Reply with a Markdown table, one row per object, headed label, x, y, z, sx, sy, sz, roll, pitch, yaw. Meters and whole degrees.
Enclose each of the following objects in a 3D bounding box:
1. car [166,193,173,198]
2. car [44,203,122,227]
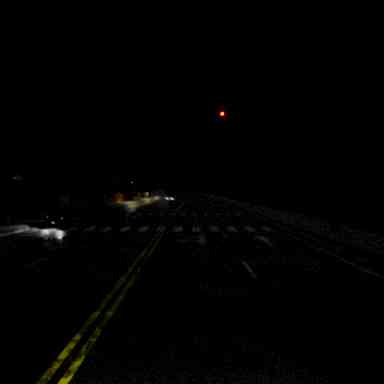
| label | x | y | z | sx | sy | sz | roll | pitch | yaw |
| --- | --- | --- | --- | --- | --- | --- | --- | --- | --- |
| car | -6.455 | 1.031 | 94.746 | 1.895 | 1.301 | 4.718 | 0 | 0 | 0 |
| car | -7.025 | 1.429 | 22.169 | 2.033 | 1.411 | 5.357 | 0 | 0 | 29 |
